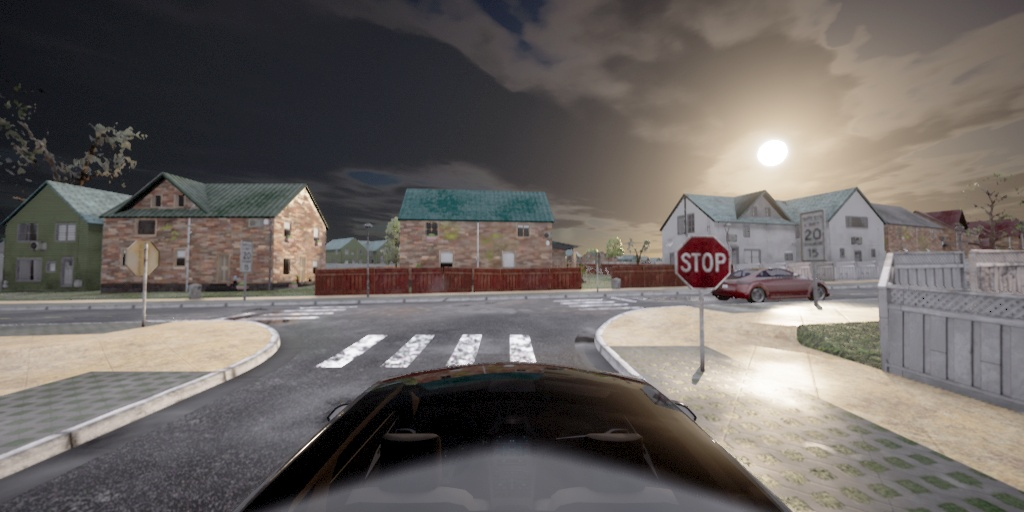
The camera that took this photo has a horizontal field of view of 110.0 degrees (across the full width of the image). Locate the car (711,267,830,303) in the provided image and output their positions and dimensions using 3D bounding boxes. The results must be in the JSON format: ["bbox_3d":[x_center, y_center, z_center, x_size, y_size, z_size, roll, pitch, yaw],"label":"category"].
[{"bbox_3d":[10.404,1.150,14.553,4.181,1.385,1.994,-1,-2,-10],"label":"car"}]
